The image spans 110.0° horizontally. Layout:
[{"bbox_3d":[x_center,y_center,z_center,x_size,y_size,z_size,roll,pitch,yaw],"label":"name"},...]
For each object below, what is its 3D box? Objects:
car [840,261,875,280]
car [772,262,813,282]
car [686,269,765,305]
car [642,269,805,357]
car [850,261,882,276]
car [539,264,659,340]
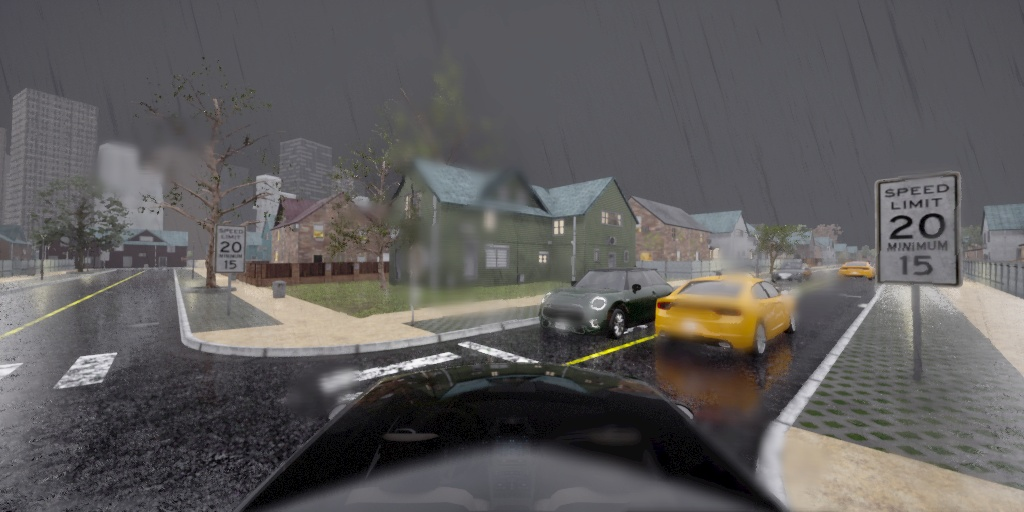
[{"bbox_3d":[29.102,1.189,30.155,5.008,1.535,1.882,0,0,-42],"label":"car"},{"bbox_3d":[20.620,1.220,26.366,4.902,1.511,2.128,0,0,-42],"label":"car"},{"bbox_3d":[10.170,1.345,16.914,4.718,1.301,1.895,0,0,-42],"label":"car"},{"bbox_3d":[5.340,1.217,8.693,5.008,1.535,1.882,0,0,-42],"label":"car"},{"bbox_3d":[36.533,1.273,36.944,5.357,1.411,2.033,0,-1,-42],"label":"car"},{"bbox_3d":[2.838,1.115,10.211,4.553,1.767,2.097,0,0,-44],"label":"car"}]
